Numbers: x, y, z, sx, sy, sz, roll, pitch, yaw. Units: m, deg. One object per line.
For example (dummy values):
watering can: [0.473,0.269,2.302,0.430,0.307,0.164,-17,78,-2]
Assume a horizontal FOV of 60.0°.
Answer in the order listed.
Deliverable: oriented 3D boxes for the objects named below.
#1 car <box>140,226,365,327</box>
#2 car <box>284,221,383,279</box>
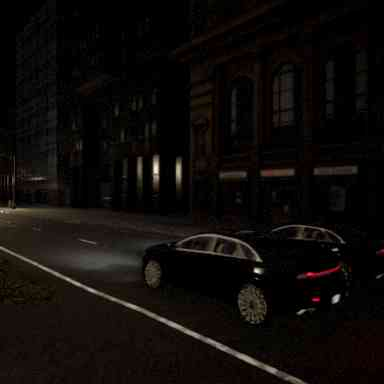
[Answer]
car: [0.746,1.562,7.301,2.128,1.511,4.902,2,-1,-42]
car: [3.287,1.597,9.672,2.128,1.511,4.902,0,0,-42]
